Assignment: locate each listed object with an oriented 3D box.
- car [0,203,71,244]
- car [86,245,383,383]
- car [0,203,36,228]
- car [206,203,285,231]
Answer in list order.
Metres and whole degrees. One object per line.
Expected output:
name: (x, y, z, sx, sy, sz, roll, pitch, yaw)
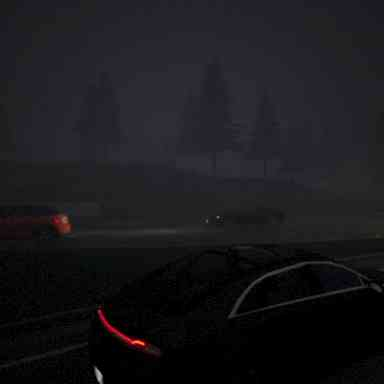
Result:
car: (-7.968, 1.349, 14.996, 4.553, 1.767, 2.097, 0, 0, -7)
car: (1.150, 1.482, 4.442, 4.902, 1.511, 2.128, 0, 0, -33)
car: (-12.964, 1.505, 21.426, 4.892, 1.490, 1.837, 0, 0, -7)
car: (3.288, 1.452, 20.336, 4.902, 1.511, 2.128, 0, 0, -16)
